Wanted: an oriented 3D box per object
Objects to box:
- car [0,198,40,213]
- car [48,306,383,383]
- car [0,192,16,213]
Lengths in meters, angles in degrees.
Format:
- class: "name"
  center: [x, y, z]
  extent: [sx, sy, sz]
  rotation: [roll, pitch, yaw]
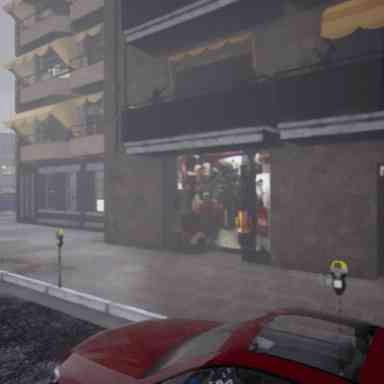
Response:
- class: "car"
  center: [-18.070, 1.333, 33.948]
  extent: [1.947, 1.339, 4.313]
  rotation: [1, 1, 35]
- class: "car"
  center: [0.648, 1.581, 2.416]
  extent: [4.206, 1.307, 1.802]
  rotation: [0, 0, 36]
- class: "car"
  center: [-17.314, 1.010, 30.561]
  extent: [2.150, 2.045, 5.566]
  rotation: [0, 1, 36]
